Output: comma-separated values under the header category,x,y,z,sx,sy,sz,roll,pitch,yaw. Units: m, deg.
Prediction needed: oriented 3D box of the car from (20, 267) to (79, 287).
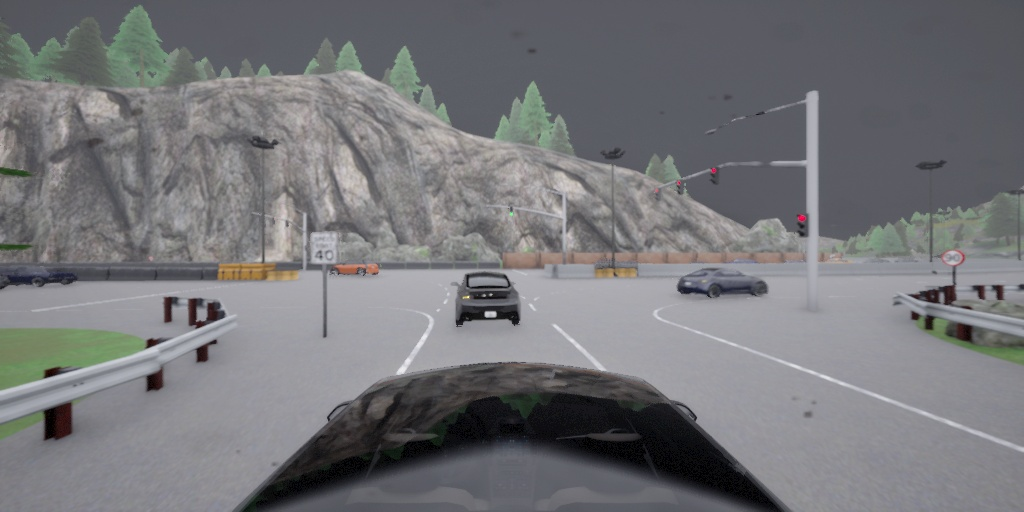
category,x,y,z,sx,sy,sz,roll,pitch,yaw
car,-31.961,1.343,23.602,4.718,1.301,1.895,0,0,-7

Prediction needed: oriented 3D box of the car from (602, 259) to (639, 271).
category,x,y,z,sx,sy,sz,roll,pitch,yaw
car,13.666,1.243,43.560,4.181,1.385,1.994,0,0,-7

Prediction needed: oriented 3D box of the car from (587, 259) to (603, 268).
category,x,y,z,sx,sy,sz,roll,pitch,yaw
car,12.238,1.168,46.909,4.902,1.511,2.128,0,0,-7

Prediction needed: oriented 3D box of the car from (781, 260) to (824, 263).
category,x,y,z,sx,sy,sz,roll,pitch,yaw
car,33.280,1.195,42.481,5.357,1.411,2.033,0,0,-7

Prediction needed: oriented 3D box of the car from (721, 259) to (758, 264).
category,x,y,z,sx,sy,sz,roll,pitch,yaw
car,31.153,1.121,49.246,5.008,1.535,1.882,0,0,-7

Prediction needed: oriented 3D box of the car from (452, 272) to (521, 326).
category,x,y,z,sx,sy,sz,roll,pitch,yaw
car,-0.908,1.252,11.688,1.837,1.490,4.892,0,0,-8

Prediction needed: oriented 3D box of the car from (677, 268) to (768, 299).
category,x,y,z,sx,sy,sz,roll,pitch,yaw
car,10.358,1.279,17.691,4.181,1.385,1.994,0,0,-16

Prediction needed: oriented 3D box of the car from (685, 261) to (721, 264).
category,x,y,z,sx,sy,sz,roll,pitch,yaw
car,20.910,1.234,40.932,4.181,1.385,1.994,0,0,-7

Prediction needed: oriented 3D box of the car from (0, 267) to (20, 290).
category,x,y,z,sx,sy,sz,roll,pitch,yaw
car,-31.613,1.271,20.120,4.674,1.442,1.812,0,0,-7

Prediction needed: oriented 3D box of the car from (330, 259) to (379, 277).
category,x,y,z,sx,sy,sz,roll,pitch,yaw
car,-15.604,1.090,35.456,4.553,1.767,2.097,0,0,16
